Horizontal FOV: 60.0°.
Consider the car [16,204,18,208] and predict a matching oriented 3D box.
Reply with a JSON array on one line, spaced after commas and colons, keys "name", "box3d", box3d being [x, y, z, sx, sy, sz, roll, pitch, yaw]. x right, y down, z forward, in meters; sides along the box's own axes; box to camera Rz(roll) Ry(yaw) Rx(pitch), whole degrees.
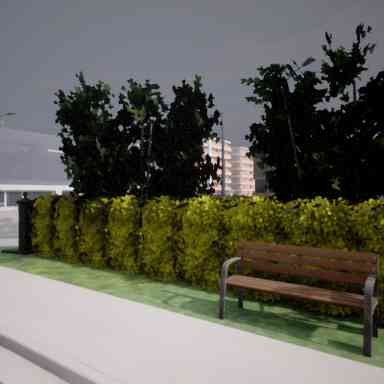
[{"name": "car", "box3d": [-17.996, 1.547, 39.171, 1.895, 1.301, 4.718, 0, 0, 35]}]

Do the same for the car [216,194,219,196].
[{"name": "car", "box3d": [3.874, 0.782, 64.147, 2.128, 1.511, 4.902, 0, 1, 36]}]
